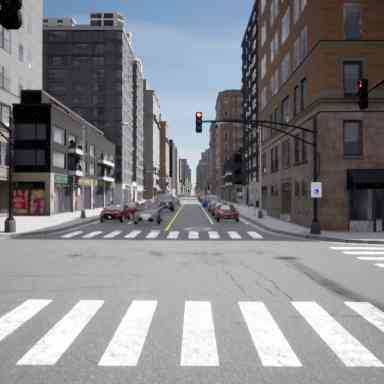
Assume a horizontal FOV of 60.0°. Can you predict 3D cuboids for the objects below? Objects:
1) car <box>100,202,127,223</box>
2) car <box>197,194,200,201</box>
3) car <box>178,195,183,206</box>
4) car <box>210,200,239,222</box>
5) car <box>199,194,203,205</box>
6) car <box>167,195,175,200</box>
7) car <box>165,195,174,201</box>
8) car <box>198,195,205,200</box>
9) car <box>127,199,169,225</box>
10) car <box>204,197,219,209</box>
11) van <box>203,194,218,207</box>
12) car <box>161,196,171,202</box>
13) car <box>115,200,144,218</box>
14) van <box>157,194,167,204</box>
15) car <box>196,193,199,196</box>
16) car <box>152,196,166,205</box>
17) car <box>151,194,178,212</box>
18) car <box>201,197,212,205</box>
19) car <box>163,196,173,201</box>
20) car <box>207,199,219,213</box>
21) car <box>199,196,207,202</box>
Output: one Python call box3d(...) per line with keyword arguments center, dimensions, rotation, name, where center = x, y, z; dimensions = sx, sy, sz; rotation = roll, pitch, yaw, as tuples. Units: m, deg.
box3d(center=(-5.876, 1.551, 25.940), dimensions=(1.887, 1.381, 4.507), rotation=(1, 0, 0), name="car")
box3d(center=(2.603, 1.593, 71.327), dimensions=(1.947, 1.339, 4.313), rotation=(1, 0, 0), name="car")
box3d(center=(-3.095, 1.583, 55.798), dimensions=(1.994, 1.385, 4.181), rotation=(0, 0, 0), name="car")
box3d(center=(2.650, 1.588, 25.940), dimensions=(1.802, 1.307, 4.206), rotation=(1, 0, 0), name="car")
box3d(center=(2.629, 1.329, 48.633), dimensions=(2.192, 1.841, 5.009), rotation=(1, 0, 0), name="car")
box3d(center=(-5.945, 1.585, 94.015), dimensions=(1.887, 1.381, 4.507), rotation=(1, 0, 0), name="car")
box3d(center=(-5.940, 1.603, 88.342), dimensions=(1.947, 1.339, 4.313), rotation=(1, 0, 0), name="car")
box3d(center=(2.581, 1.565, 94.190), dimensions=(1.752, 1.417, 4.829), rotation=(1, 0, 0), name="car")
box3d(center=(-3.104, 1.497, 24.346), dimensions=(2.128, 1.511, 4.902), rotation=(0, 0, -1), name="car")
box3d(center=(2.638, 1.591, 37.287), dimensions=(1.802, 1.307, 4.206), rotation=(1, 0, 0), name="car")
box3d(center=(2.635, 1.353, 42.960), dimensions=(1.690, 1.788, 3.998), rotation=(1, 0, 0), name="van")
box3d(center=(-5.928, 1.582, 76.996), dimensions=(2.008, 1.369, 4.403), rotation=(1, 0, 0), name="car")
box3d(center=(-5.882, 1.552, 31.613), dimensions=(1.887, 1.381, 4.507), rotation=(1, 0, 0), name="car")
box3d(center=(-5.915, 1.365, 65.650), dimensions=(1.690, 1.788, 3.998), rotation=(1, 0, 0), name="van")
box3d(center=(2.594, 1.349, 82.674), dimensions=(2.192, 1.841, 5.009), rotation=(1, 0, 0), name="car")
box3d(center=(-5.909, 1.461, 59.977), dimensions=(1.967, 1.590, 4.097), rotation=(1, 0, 0), name="car")
box3d(center=(-3.144, 1.230, 38.862), dimensions=(2.150, 2.045, 5.566), rotation=(0, 0, 0), name="car")
box3d(center=(2.615, 1.602, 59.980), dimensions=(1.802, 1.307, 4.206), rotation=(1, 0, 0), name="car")
box3d(center=(-5.934, 1.600, 82.669), dimensions=(1.947, 1.339, 4.313), rotation=(1, 0, 0), name="car")
box3d(center=(2.644, 1.589, 31.613), dimensions=(1.802, 1.307, 4.206), rotation=(1, 0, 0), name="car")
box3d(center=(2.597, 1.556, 77.170), dimensions=(1.752, 1.417, 4.829), rotation=(1, 0, 0), name="car")
